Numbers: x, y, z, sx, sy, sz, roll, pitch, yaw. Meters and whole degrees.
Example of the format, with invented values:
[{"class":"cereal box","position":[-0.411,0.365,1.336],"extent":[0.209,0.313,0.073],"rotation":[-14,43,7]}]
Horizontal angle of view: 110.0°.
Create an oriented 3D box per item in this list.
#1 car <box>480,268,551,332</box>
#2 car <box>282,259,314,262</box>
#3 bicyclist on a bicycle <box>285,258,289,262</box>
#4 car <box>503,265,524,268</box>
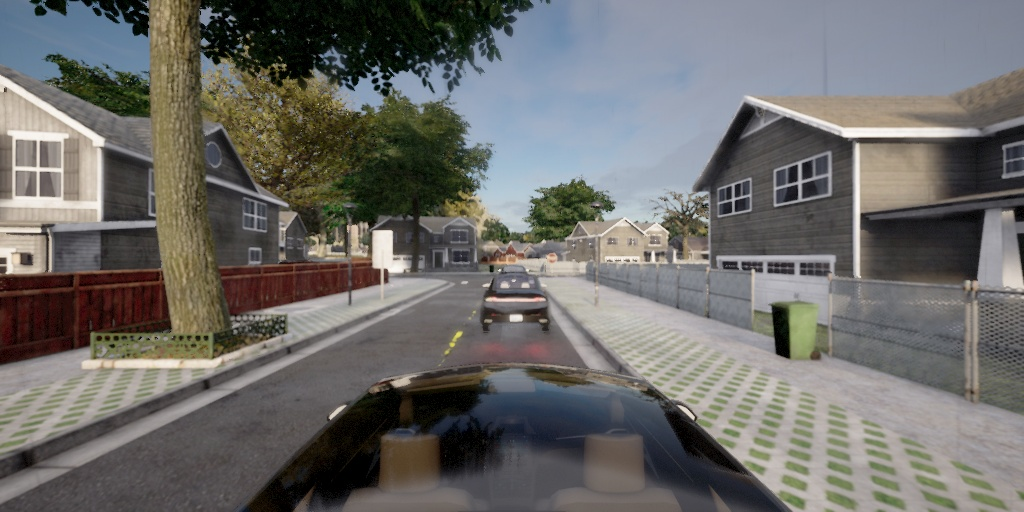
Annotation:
[{"class":"car","position":[0.099,1.281,11.018],"extent":[2.128,1.511,4.902],"rotation":[0,0,0]},{"class":"car","position":[-17.439,1.089,30.532],"extent":[4.553,1.767,2.097],"rotation":[0,0,-12]},{"class":"bicyclist on a bicycle","position":[-22.345,1.020,35.502],"extent":[0.582,1.620,1.656],"rotation":[0,0,-12]},{"class":"car","position":[0.098,1.319,23.890],"extent":[1.882,1.535,5.008],"rotation":[0,0,0]}]
